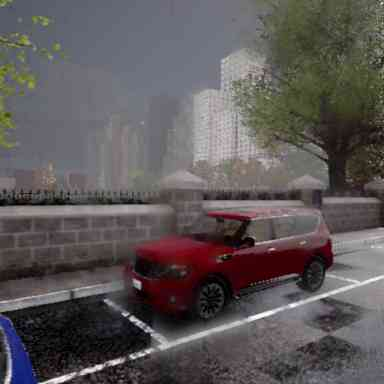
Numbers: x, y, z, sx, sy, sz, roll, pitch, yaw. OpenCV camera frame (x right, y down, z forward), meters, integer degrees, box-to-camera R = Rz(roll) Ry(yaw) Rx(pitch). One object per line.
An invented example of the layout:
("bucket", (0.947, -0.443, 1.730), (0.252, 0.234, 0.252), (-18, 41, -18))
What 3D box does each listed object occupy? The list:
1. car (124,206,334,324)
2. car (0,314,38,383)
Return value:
("car", (1.085, 1.291, 7.316), (5.009, 1.841, 2.192), (0, 1, -36))
("car", (-2.968, 1.361, 1.260), (4.553, 1.767, 2.097), (0, 0, -35))
